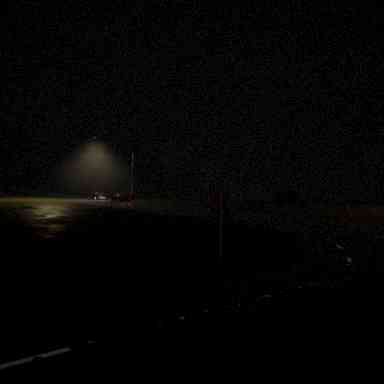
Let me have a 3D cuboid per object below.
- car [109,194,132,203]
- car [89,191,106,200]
[{"bbox_3d":[-11.217,0.950,51.706,1.895,1.301,4.718,2,0,-35],"label":"car"},{"bbox_3d":[-16.963,0.661,59.852,1.837,1.490,4.892,2,0,-35],"label":"car"}]
